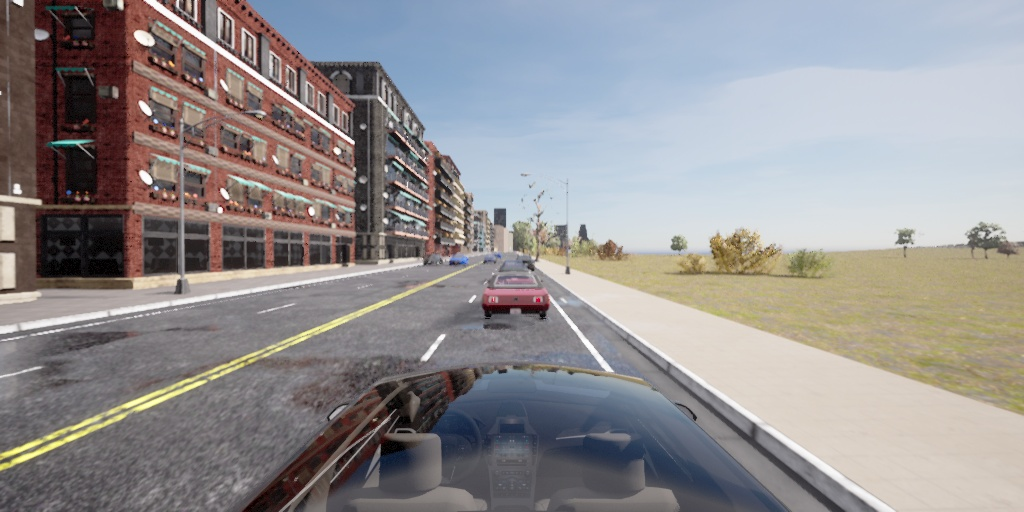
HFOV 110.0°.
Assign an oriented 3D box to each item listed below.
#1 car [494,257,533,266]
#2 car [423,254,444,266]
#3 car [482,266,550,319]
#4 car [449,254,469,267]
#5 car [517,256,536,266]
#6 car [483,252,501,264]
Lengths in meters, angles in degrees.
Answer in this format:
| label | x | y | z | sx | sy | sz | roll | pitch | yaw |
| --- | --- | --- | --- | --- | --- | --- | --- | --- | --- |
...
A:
| label | x | y | z | sx | sy | sz | roll | pitch | yaw |
| --- | --- | --- | --- | --- | --- | --- | --- | --- | --- |
| car | 0.099 | 0.944 | 22.921 | 1.994 | 1.385 | 4.181 | 0 | 1 | 0 |
| car | -9.824 | 0.499 | 44.954 | 1.837 | 1.490 | 4.892 | 0 | 1 | 0 |
| car | 0.103 | 1.173 | 11.911 | 1.895 | 1.301 | 4.718 | 0 | 1 | 0 |
| car | -6.574 | 0.476 | 44.666 | 1.882 | 1.535 | 5.008 | 0 | 1 | 0 |
| car | 1.142 | 0.699 | 33.531 | 1.837 | 1.490 | 4.892 | 0 | 1 | 0 |
| car | -3.212 | 0.389 | 53.517 | 2.033 | 1.411 | 5.357 | 0 | 1 | 0 |
